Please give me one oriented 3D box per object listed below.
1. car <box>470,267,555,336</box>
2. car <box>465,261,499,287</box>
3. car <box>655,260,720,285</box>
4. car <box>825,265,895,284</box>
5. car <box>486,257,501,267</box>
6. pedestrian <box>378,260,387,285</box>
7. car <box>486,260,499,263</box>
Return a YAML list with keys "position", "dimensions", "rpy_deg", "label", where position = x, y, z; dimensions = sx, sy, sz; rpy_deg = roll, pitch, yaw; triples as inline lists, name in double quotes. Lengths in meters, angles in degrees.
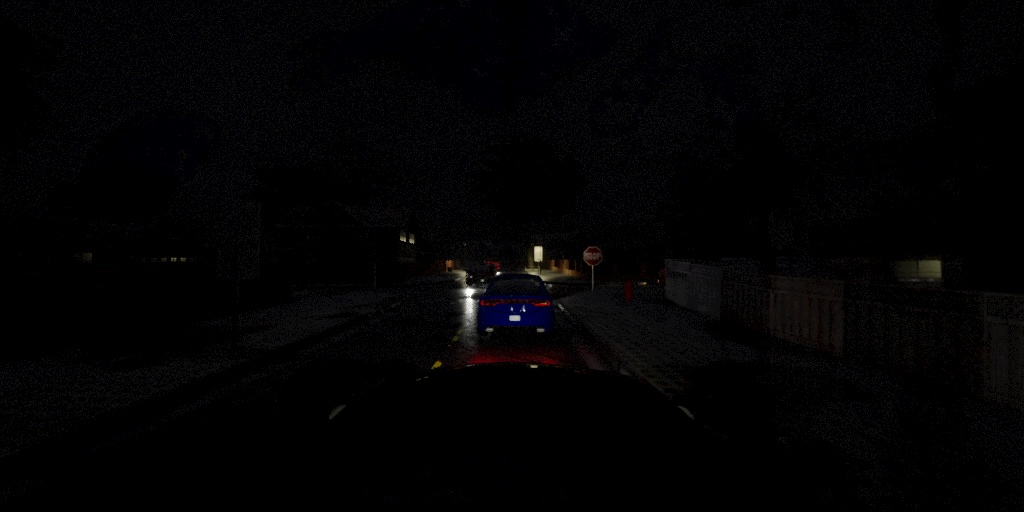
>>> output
- position: [0.175, 1.241, 10.472]
  dimensions: [1.882, 1.535, 5.008]
  rpy_deg: [0, 0, 3]
  label: "car"
- position: [-2.367, 1.342, 25.565]
  dimensions: [1.812, 1.442, 4.674]
  rpy_deg: [-1, 0, -11]
  label: "car"
- position: [11.783, 1.028, 23.383]
  dimensions: [4.553, 1.767, 2.097]
  rpy_deg: [-1, -2, 1]
  label: "car"
- position: [21.686, 0.905, 23.245]
  dimensions: [4.553, 1.767, 2.097]
  rpy_deg: [-1, -2, 1]
  label: "car"
- position: [-2.900, 1.217, 52.307]
  dimensions: [2.150, 2.045, 5.566]
  rpy_deg: [0, 0, -3]
  label: "car"
- position: [-9.651, 1.200, 26.591]
  dimensions: [0.375, 1.860, 0.375]
  rpy_deg: [0, -1, 1]
  label: "pedestrian"
- position: [-2.822, 1.454, 39.819]
  dimensions: [1.994, 1.385, 4.181]
  rpy_deg: [0, 0, 0]
  label: "car"
